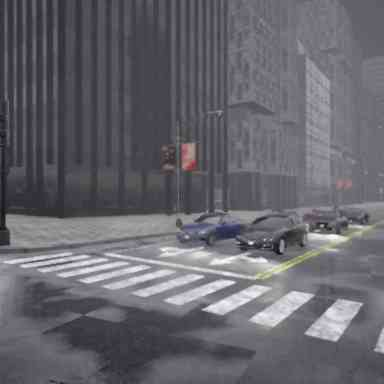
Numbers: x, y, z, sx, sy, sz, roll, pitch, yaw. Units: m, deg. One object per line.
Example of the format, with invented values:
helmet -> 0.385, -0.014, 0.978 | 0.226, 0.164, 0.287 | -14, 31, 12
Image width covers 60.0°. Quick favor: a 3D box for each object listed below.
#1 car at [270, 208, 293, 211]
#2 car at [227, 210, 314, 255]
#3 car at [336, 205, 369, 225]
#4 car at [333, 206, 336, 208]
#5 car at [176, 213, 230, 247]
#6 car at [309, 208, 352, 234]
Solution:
car -> 6.522, 1.972, 24.508 | 2.128, 1.511, 4.902 | 0, -1, 36
car -> 3.730, 1.803, 15.011 | 1.837, 1.490, 4.892 | 0, -1, 36
car -> 15.461, 2.231, 31.423 | 2.033, 1.411, 5.357 | 0, -1, 36
car -> 12.375, 2.274, 32.693 | 1.895, 1.301, 4.718 | 0, -1, 36
car -> 1.158, 1.831, 17.021 | 1.812, 1.442, 4.674 | 0, -1, 37
car -> 9.509, 2.051, 23.117 | 1.994, 1.385, 4.181 | 0, -1, 35
